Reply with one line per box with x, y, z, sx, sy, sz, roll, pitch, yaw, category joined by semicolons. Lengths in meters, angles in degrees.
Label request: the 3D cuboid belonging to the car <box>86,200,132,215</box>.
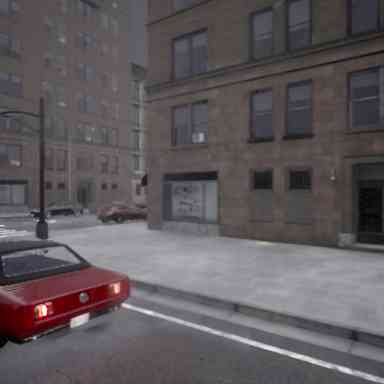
-7.957;1.440;32.170;1.802;1.307;4.206;0;0;36;car

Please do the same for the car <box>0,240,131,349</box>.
-3.418;1.561;6.137;4.718;1.301;1.895;0;0;36;car

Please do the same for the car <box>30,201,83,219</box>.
-11.164;1.427;27.678;1.947;1.339;4.313;0;0;36;car

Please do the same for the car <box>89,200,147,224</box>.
-4.632;1.444;23.016;1.802;1.307;4.206;0;0;36;car
